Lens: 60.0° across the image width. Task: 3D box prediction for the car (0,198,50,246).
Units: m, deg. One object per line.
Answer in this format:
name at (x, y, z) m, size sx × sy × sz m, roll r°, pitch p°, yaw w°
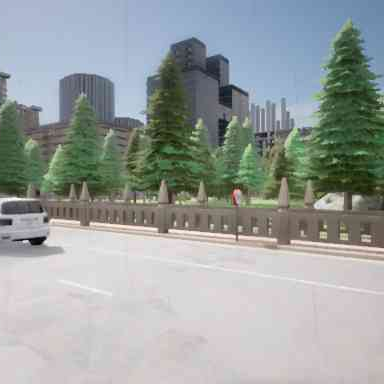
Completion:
car at (-8.298, 1.255, 14.087) m, size 5.566 × 2.045 × 2.150 m, roll 0°, pitch 0°, yaw 35°
